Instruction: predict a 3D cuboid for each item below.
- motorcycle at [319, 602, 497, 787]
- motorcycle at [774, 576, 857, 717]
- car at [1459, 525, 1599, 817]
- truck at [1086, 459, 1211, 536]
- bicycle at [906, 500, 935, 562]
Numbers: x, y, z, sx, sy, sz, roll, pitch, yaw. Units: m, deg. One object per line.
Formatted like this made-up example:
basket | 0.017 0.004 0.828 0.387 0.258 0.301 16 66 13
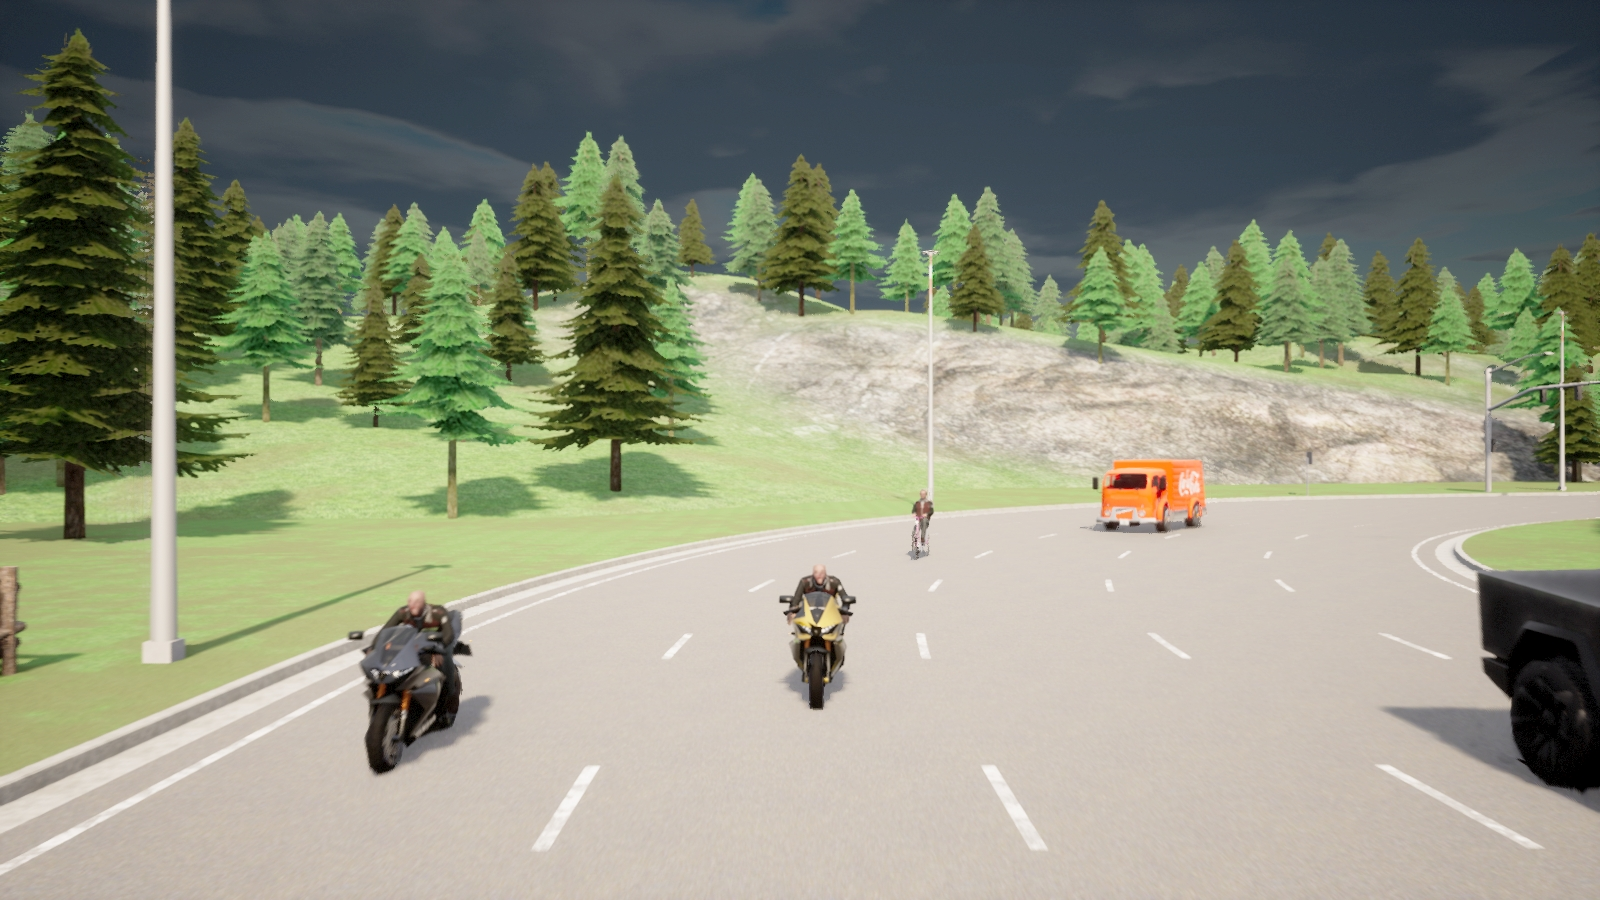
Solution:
motorcycle | -3.598 2.202 10.733 0.867 1.251 2.209 1 0 1
motorcycle | 0.222 2.202 13.203 0.867 1.251 2.209 0 0 3
car | 7.258 1.752 7.540 2.390 2.098 6.274 0 0 2
truck | 12.214 1.561 39.818 2.627 2.467 5.204 -1 -1 36
bicycle | 3.085 2.054 29.183 0.329 1.471 1.835 0 0 19
